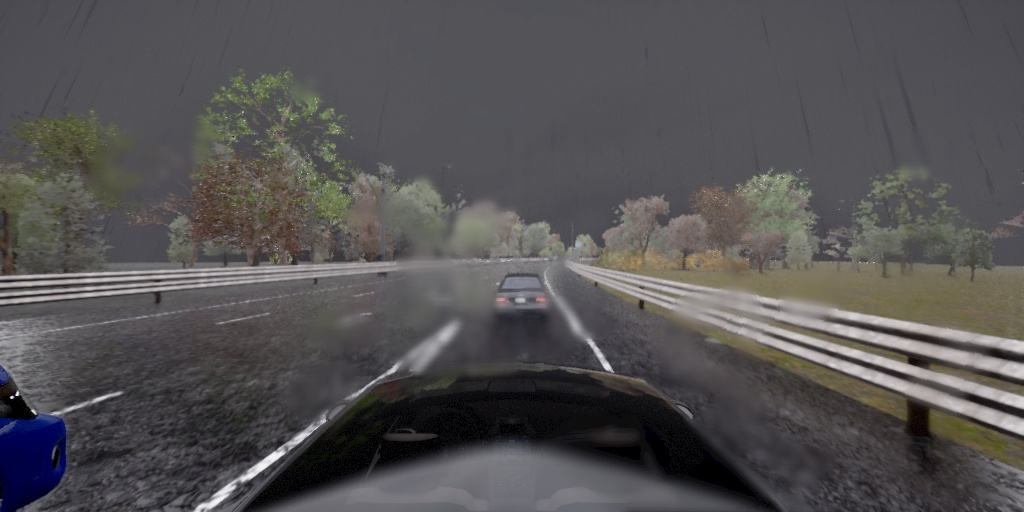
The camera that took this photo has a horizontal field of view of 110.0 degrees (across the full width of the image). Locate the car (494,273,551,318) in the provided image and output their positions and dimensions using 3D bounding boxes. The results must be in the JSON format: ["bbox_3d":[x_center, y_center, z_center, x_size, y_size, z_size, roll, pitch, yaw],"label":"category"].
[{"bbox_3d":[0.378,1.330,13.059,2.033,1.411,5.357,0,1,2],"label":"car"}]
